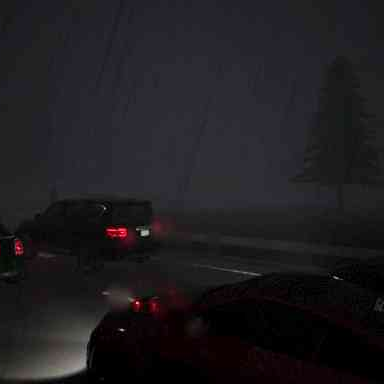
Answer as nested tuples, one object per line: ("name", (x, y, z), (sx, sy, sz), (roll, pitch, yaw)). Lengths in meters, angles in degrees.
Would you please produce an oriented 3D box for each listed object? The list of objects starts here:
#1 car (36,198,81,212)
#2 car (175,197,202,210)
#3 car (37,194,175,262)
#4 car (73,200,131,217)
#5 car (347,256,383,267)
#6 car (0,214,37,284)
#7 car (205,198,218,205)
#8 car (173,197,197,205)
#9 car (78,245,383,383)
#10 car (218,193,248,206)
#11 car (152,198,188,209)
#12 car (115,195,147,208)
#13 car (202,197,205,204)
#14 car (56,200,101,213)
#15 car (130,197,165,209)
("car", (-15.988, 1.505, 40.103), (1.837, 1.490, 4.892), (0, 0, 36))
("car", (-1.227, 1.601, 42.503), (1.895, 1.301, 4.718), (0, 0, 36))
("car", (-3.473, 1.221, 10.732), (5.566, 2.045, 2.150), (0, 0, 36))
("car", (-8.619, 1.547, 32.391), (2.033, 1.411, 5.357), (0, 0, 36))
("car", (4.703, 1.478, 4.933), (5.008, 1.535, 1.882), (0, 0, 35))
("car", (-6.217, 1.352, 8.391), (4.553, 1.767, 2.097), (0, 0, 36))
("car", (4.674, 1.601, 56.469), (1.895, 1.301, 4.718), (0, 0, 36))
("car", (-1.170, 1.601, 60.341), (1.895, 1.301, 4.718), (0, 0, 36))
("car", (0.834, 1.564, 3.394), (4.181, 1.385, 1.994), (0, 0, 35))
("car", (6.940, 1.221, 53.646), (2.150, 2.045, 5.566), (0, 0, 37))
("car", (-2.995, 1.547, 46.013), (2.033, 1.411, 5.357), (0, 0, 36))
("car", (-9.047, 1.351, 49.597), (2.097, 1.767, 4.553), (0, 0, 36))
("car", (1.063, 1.526, 57.474), (1.812, 1.442, 4.674), (0, 0, 36))
("car", (-12.953, 1.601, 38.322), (1.895, 1.301, 4.718), (0, 0, 36))
("car", (-6.276, 1.478, 47.456), (1.882, 1.535, 5.008), (0, 0, 36))
